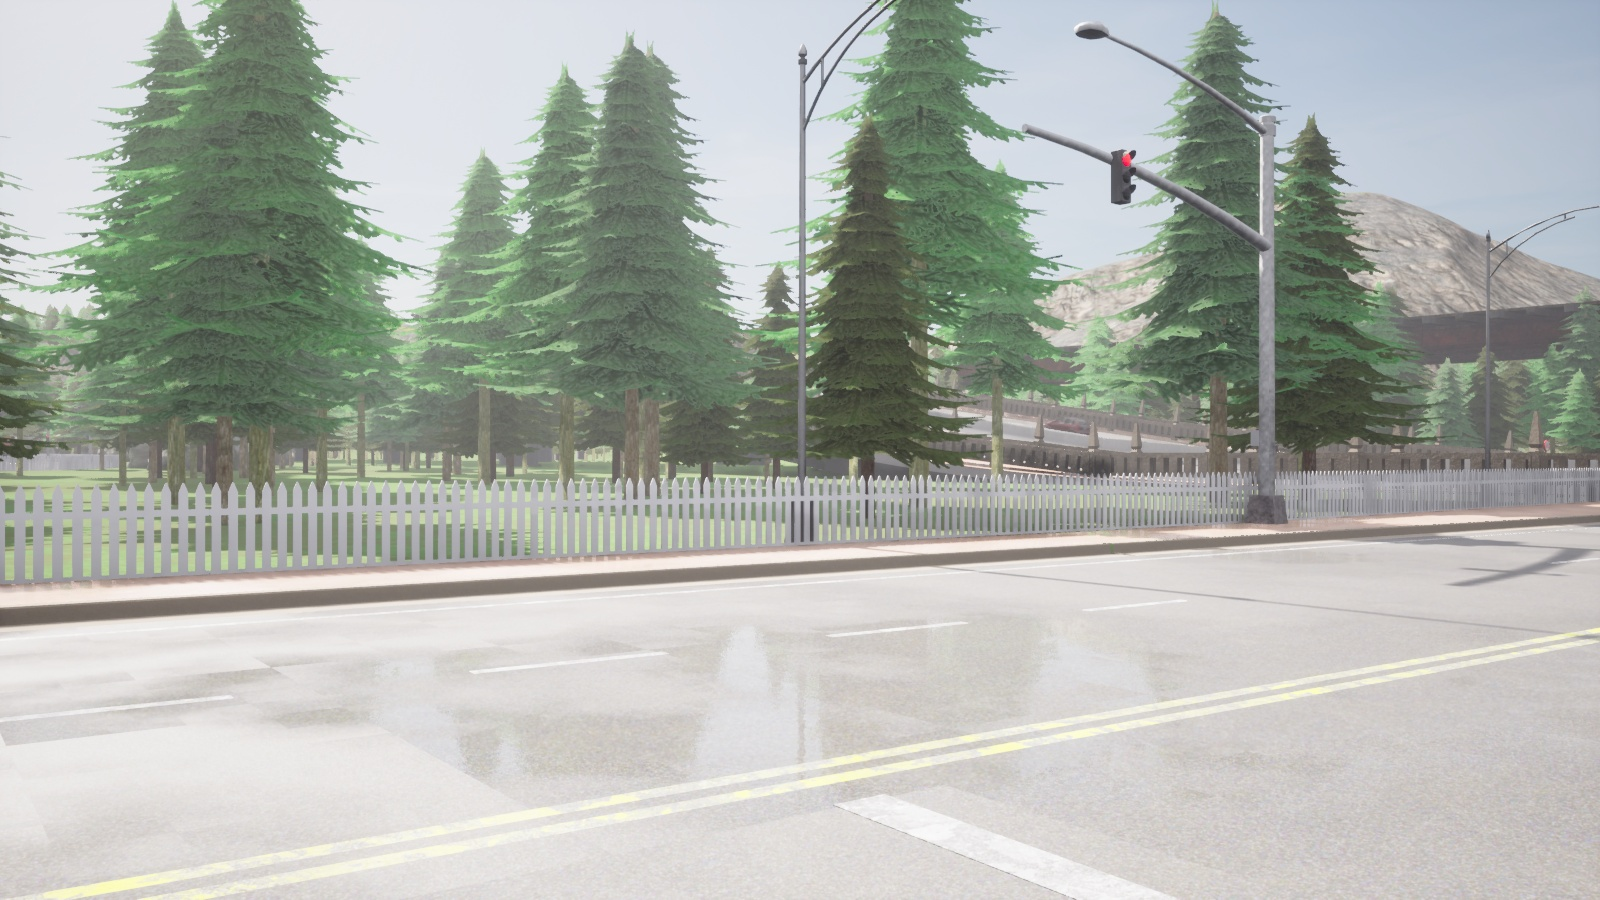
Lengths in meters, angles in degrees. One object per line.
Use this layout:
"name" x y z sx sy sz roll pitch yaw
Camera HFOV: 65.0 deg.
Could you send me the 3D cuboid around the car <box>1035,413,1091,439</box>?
"car" 19.553 -1.807 93.517 1.789 1.549 3.705 0 7 -36
